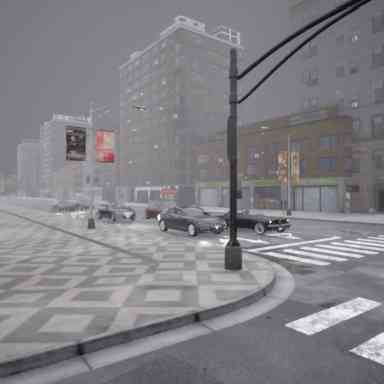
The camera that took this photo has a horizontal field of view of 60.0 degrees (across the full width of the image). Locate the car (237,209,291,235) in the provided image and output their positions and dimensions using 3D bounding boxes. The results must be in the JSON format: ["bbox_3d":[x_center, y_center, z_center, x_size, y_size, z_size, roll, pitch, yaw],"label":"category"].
[{"bbox_3d":[3.381,1.648,19.403,1.895,1.301,4.718,0,0,-36],"label":"car"}]

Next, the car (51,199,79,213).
[{"bbox_3d":[-15.493,1.646,39.866,1.837,1.490,4.892,0,0,-36],"label":"car"}]

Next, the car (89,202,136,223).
[{"bbox_3d":[-6.267,1.584,27.129,2.128,1.511,4.902,0,0,-36],"label":"car"}]

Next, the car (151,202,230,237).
[{"bbox_3d":[-0.163,1.558,18.741,1.837,1.490,4.892,0,0,-36],"label":"car"}]

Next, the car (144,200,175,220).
[{"bbox_3d":[-2.082,1.435,26.911,2.097,1.767,4.553,0,0,-36],"label":"car"}]

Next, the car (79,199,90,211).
[{"bbox_3d":[-14.255,1.652,43.713,1.837,1.490,4.892,0,-1,-36],"label":"car"}]
